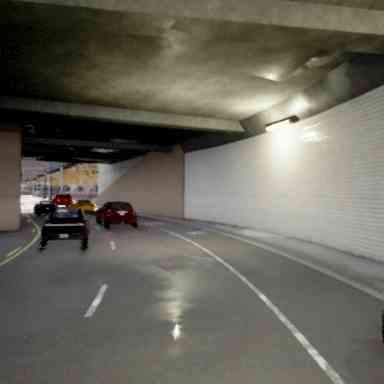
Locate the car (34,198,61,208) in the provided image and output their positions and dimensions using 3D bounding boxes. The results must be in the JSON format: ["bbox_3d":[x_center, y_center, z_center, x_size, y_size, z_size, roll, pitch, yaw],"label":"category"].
[{"bbox_3d":[-14.791,1.568,33.604,1.994,1.385,4.181,0,0,-29],"label":"car"}]

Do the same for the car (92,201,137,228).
[{"bbox_3d":[-5.249,1.388,22.729,2.097,1.767,4.553,0,0,-24],"label":"car"}]

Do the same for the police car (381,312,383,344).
[{"bbox_3d":[3.407,1.456,2.478,1.930,1.638,5.238,0,0,0],"label":"police car"}]

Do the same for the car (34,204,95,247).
[{"bbox_3d":[-5.716,1.500,15.293,2.128,1.511,4.902,1,0,-17],"label":"car"}]

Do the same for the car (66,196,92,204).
[{"bbox_3d":[-11.585,1.508,35.050,1.882,1.535,5.008,0,0,-29],"label":"car"}]

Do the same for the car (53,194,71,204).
[{"bbox_3d":[-18.417,1.244,47.393,2.150,2.045,5.566,0,0,-29],"label":"car"}]
